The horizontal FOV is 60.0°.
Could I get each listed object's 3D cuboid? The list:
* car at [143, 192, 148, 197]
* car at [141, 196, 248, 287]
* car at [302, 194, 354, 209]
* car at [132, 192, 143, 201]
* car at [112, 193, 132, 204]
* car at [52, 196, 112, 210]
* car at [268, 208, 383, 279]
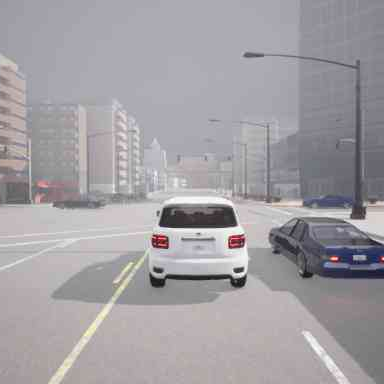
[{"bbox_3d":[-10.106,0.736,67.163,1.882,1.535,5.008,0,0,1],"label":"car"},{"bbox_3d":[0.147,1.128,9.213,2.150,2.045,5.566,0,1,0],"label":"car"},{"bbox_3d":[13.922,0.936,34.087,5.008,1.535,1.882,0,1,1],"label":"car"},{"bbox_3d":[-10.216,0.866,57.076,1.994,1.385,4.181,0,0,0],"label":"car"},{"bbox_3d":[-10.283,0.877,47.076,1.837,1.490,4.892,0,1,1],"label":"car"},{"bbox_3d":[-11.533,1.076,34.465,5.357,1.411,2.033,0,1,1],"label":"car"},{"bbox_3d":[3.663,1.441,9.755,2.033,1.411,5.357,0,1,0],"label":"car"}]
